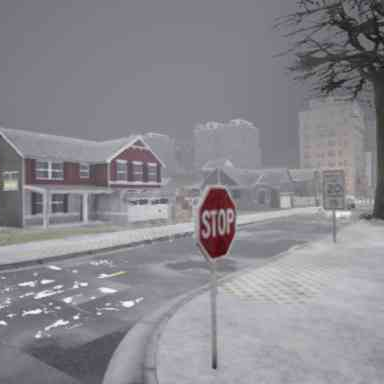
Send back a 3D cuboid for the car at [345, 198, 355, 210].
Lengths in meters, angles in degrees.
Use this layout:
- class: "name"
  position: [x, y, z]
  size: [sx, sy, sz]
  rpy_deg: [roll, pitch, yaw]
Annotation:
- class: "car"
  position: [19.692, 1.528, 42.783]
  size: [2.128, 1.511, 4.902]
  rpy_deg: [-1, -1, 35]
